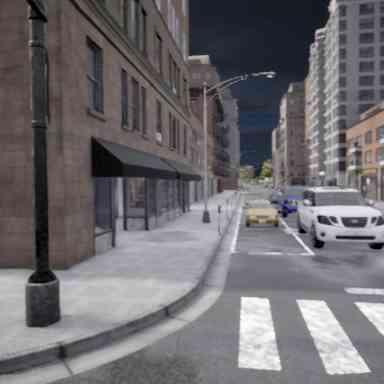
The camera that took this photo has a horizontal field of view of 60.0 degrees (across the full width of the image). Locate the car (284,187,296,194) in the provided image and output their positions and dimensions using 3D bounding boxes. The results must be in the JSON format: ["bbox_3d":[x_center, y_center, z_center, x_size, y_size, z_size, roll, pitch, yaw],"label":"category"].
[{"bbox_3d":[20.027,-0.302,67.831,1.752,1.417,4.829,0,1,9],"label":"car"}]

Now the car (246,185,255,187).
[{"bbox_3d":[9.317,0.083,52.143,1.967,1.590,4.097,0,1,9],"label":"car"}]

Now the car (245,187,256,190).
[{"bbox_3d":[7.476,0.478,40.937,2.008,1.369,4.403,0,1,9],"label":"car"}]

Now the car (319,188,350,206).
[{"bbox_3d":[14.474,0.471,34.032,1.967,1.590,4.097,0,1,9],"label":"car"}]

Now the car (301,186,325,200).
[{"bbox_3d":[16.314,0.062,45.239,2.192,1.841,5.009,0,1,9],"label":"car"}]

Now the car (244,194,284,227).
[{"bbox_3d":[3.766,1.025,18.352,1.752,1.417,4.829,0,1,9],"label":"car"}]

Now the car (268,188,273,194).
[{"bbox_3d":[9.060,0.624,34.833,1.994,1.385,4.181,0,1,9],"label":"car"}]

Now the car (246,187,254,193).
[{"bbox_3d":[13.921,-0.492,80.169,1.802,1.307,4.206,0,1,9],"label":"car"}]

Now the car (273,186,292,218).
[{"bbox_3d":[7.079,0.585,22.850,2.150,2.045,5.566,0,1,9],"label":"car"}]

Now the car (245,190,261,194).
[{"bbox_3d":[5.635,0.778,29.729,1.947,1.339,4.313,0,1,9],"label":"car"}]

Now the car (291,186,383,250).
[{"bbox_3d":[5.442,0.837,12.873,2.150,2.045,5.566,0,1,9],"label":"car"}]

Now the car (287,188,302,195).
[{"bbox_3d":[19.079,-0.115,62.059,1.947,1.339,4.313,0,1,9],"label":"car"}]

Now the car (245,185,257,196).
[{"bbox_3d":[11.157,-0.327,63.349,2.192,1.841,5.009,0,1,9],"label":"car"}]

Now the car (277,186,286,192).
[{"bbox_3d":[22.762,-0.713,84.479,1.887,1.381,4.507,0,1,9],"label":"car"}]

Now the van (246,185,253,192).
[{"bbox_3d":[15.761,-1.025,91.371,1.690,1.788,3.998,0,1,9],"label":"van"}]
